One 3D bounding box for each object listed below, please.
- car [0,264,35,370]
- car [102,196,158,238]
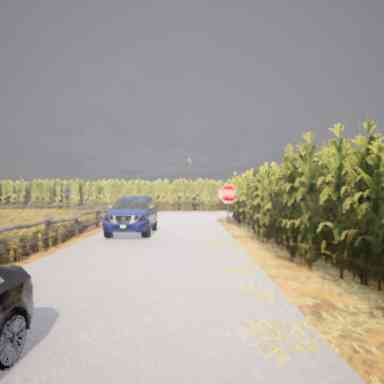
[{"bbox_3d":[-3.197,1.498,2.893,2.128,1.511,4.902,0,0,0],"label":"car"},{"bbox_3d":[-3.152,1.254,18.057,2.150,2.045,5.566,0,0,0],"label":"car"}]
